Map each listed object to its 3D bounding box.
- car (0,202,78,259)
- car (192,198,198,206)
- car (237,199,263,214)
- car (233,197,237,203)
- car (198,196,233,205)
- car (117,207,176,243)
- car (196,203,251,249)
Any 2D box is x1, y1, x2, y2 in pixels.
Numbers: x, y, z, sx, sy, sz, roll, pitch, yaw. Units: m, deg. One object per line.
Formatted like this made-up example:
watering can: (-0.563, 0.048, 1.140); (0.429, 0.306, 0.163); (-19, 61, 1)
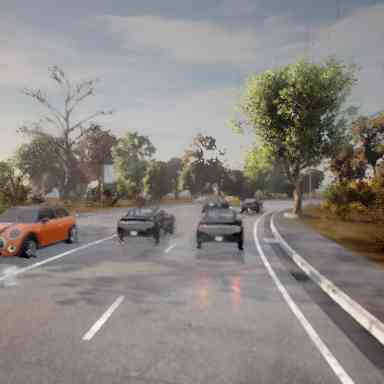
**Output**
car: (-6.179, 1.312, 12.506); (2.097, 1.767, 4.553); (0, 0, 7)
car: (1.670, 1.447, 51.959); (1.812, 1.442, 4.674); (0, 0, 26)
car: (6.548, 1.487, 35.913); (1.837, 1.490, 4.892); (0, 0, 19)
car: (5.922, 1.423, 52.665); (1.882, 1.535, 5.008); (0, 0, 28)
car: (2.584, 1.315, 35.108); (2.097, 1.767, 4.553); (0, 0, 18)
car: (-2.020, 1.463, 15.931); (2.128, 1.511, 4.902); (0, 0, 8)
car: (1.294, 1.478, 14.491); (2.128, 1.511, 4.902); (0, 0, 7)
